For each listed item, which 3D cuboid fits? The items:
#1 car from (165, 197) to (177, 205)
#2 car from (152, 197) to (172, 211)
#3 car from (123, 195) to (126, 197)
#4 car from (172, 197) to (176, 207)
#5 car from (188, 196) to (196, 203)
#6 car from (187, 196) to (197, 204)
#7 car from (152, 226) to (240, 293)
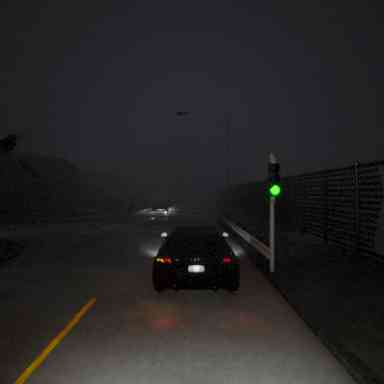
[{"bbox_3d":[-4.006,1.744,63.456,2.033,1.411,5.357,0,0,0],"label":"car"},{"bbox_3d":[-4.097,1.614,43.883,1.882,1.535,5.008,0,0,0],"label":"car"},{"bbox_3d":[-17.285,1.376,77.854,3.633,1.501,1.845,0,0,0],"label":"car"},{"bbox_3d":[-4.070,1.656,53.148,2.128,1.511,4.902,0,0,0],"label":"car"},{"bbox_3d":[-0.008,1.765,77.812,1.812,1.442,4.674,0,0,0],"label":"car"},{"bbox_3d":[-0.006,1.735,67.571,1.812,1.442,4.674,0,0,0],"label":"car"},{"bbox_3d":[0.085,1.591,8.994,1.994,1.385,4.181,0,0,0],"label":"car"}]
